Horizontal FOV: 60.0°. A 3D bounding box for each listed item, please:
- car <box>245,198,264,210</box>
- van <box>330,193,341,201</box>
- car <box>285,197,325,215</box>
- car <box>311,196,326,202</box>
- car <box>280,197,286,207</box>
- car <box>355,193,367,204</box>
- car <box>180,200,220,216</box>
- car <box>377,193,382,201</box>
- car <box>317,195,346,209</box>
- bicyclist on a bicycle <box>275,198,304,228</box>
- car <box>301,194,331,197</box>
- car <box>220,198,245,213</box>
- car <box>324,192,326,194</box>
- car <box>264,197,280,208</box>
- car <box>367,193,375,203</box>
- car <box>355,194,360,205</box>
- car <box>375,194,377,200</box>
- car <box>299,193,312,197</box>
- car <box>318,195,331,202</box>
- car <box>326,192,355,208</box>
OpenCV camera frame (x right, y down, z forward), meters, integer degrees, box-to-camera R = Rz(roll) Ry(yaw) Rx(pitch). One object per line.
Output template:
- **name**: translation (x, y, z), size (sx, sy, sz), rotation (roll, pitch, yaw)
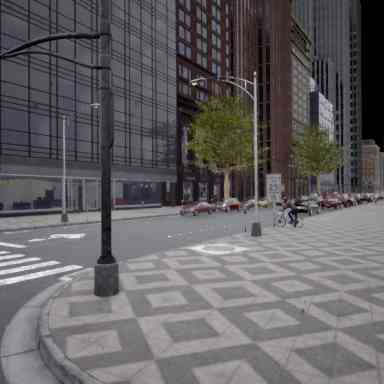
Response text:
- **car**: translation (6.938, 1.494, 40.955), size (1.802, 1.307, 4.206), rotation (0, 0, 35)
- **van**: translation (35.719, 1.184, 82.761), size (1.690, 1.788, 3.998), rotation (-1, 0, 35)
- **car**: translation (10.759, 1.424, 31.471), size (1.947, 1.339, 4.313), rotation (0, 0, 35)
- **car**: translation (26.128, 1.417, 68.825), size (1.947, 1.339, 4.313), rotation (0, 0, 35)
- **car**: translation (13.334, 1.455, 50.245), size (1.947, 1.339, 4.313), rotation (0, 0, 35)
- **car**: translation (26.746, 1.117, 54.694), size (2.192, 1.841, 5.009), rotation (0, 0, 35)
- **car**: translation (0.542, 1.524, 31.665), size (1.802, 1.307, 4.206), rotation (0, 0, 35)
- **car**: translation (42.736, 1.357, 77.914), size (1.802, 1.307, 4.206), rotation (-1, 0, 35)
- **car**: translation (17.154, 1.376, 40.760), size (1.887, 1.381, 4.507), rotation (0, 0, 35)
- **bicyclist on a bicycle**: translation (5.325, 1.177, 18.357), size (1.656, 1.620, 0.582), rotation (-1, 0, 35)
- **car**: translation (16.585, 1.339, 44.467), size (2.128, 1.511, 4.902), rotation (-1, 0, 35)
- **car**: translation (3.739, 1.366, 36.310), size (1.967, 1.590, 4.097), rotation (0, 0, 35)
- **car**: translation (22.274, 1.051, 52.731), size (2.150, 2.045, 5.566), rotation (-1, 0, 35)
- **car**: translation (10.039, 1.426, 45.459), size (1.752, 1.417, 4.829), rotation (0, 0, 35)
- **car**: translation (33.142, 1.098, 63.983), size (2.192, 1.841, 5.009), rotation (0, 0, 35)
- **car**: translation (23.549, 1.377, 50.049), size (1.947, 1.339, 4.313), rotation (0, 0, 35)
- **car**: translation (36.437, 1.301, 68.766), size (1.752, 1.417, 4.829), rotation (-1, 0, 35)
- **car**: translation (19.730, 1.415, 59.535), size (1.887, 1.381, 4.507), rotation (0, 0, 35)
- **car**: translation (29.325, 1.426, 73.469), size (1.802, 1.307, 4.206), rotation (0, 0, 35)
- **car**: translation (20.351, 1.136, 45.406), size (2.192, 1.841, 5.009), rotation (0, 0, 35)
